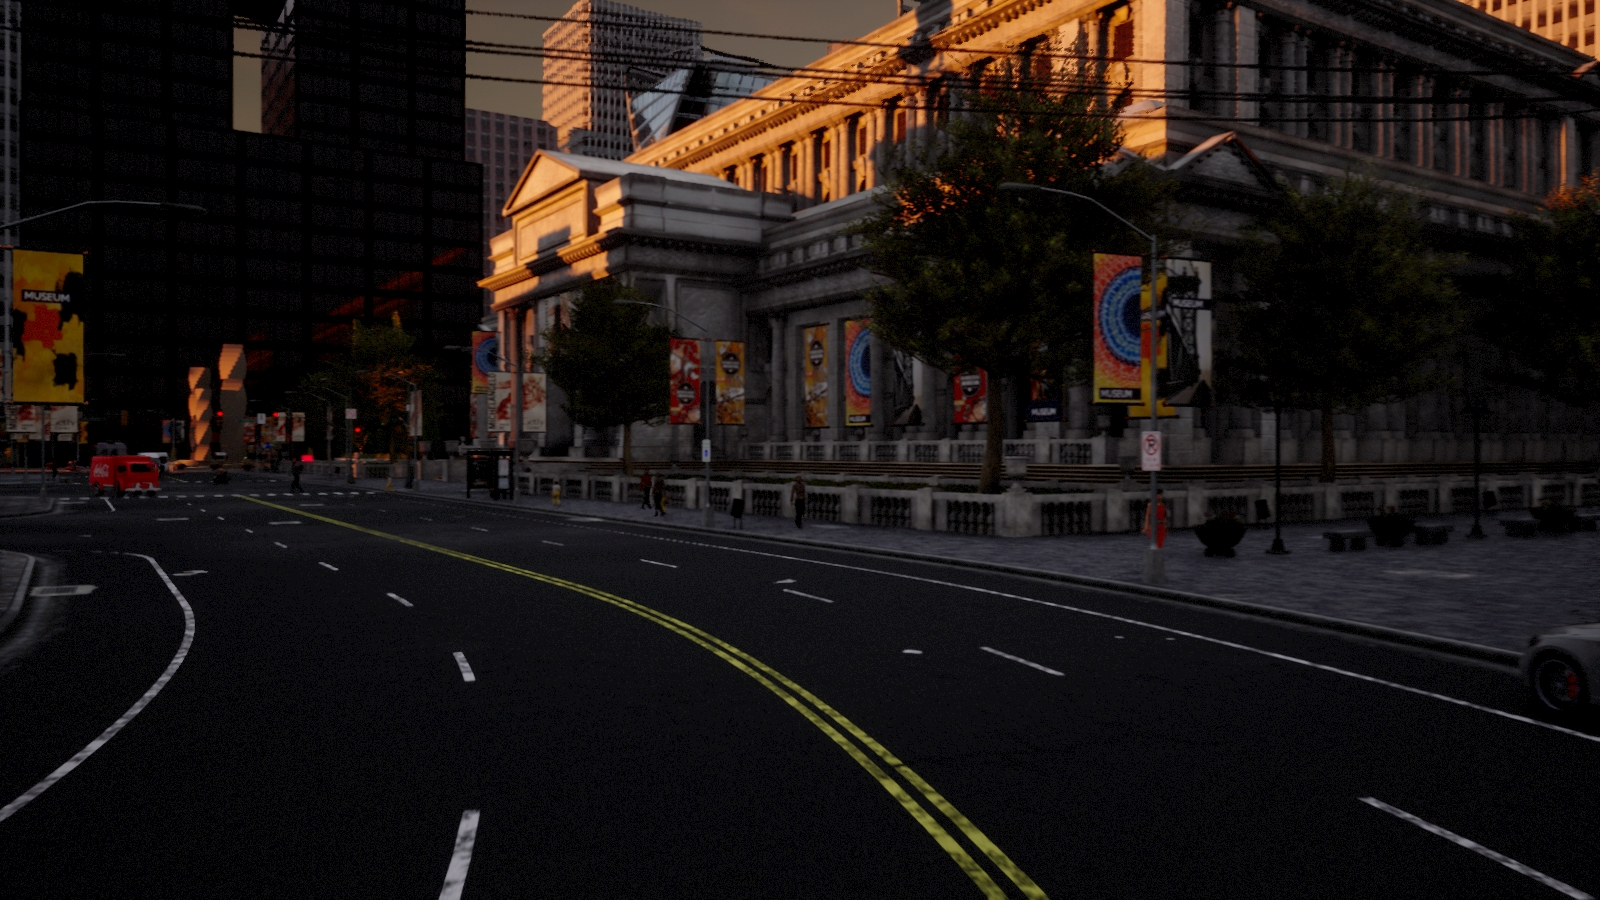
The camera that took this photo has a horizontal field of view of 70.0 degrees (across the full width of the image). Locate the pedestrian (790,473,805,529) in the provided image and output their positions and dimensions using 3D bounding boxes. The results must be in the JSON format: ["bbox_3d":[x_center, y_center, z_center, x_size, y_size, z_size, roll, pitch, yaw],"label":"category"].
[{"bbox_3d":[-0.072,1.699,38.109,0.375,1.860,0.375,0,0,-25],"label":"pedestrian"}]

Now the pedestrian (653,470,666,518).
[{"bbox_3d":[-5.478,1.701,44.624,0.375,1.860,0.375,0,0,-34],"label":"pedestrian"}]

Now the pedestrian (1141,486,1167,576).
[{"bbox_3d":[7.470,1.696,24.111,0.375,1.860,0.375,0,0,-26],"label":"pedestrian"}]

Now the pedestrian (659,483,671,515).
[{"bbox_3d":[-5.504,1.981,46.469,0.375,1.300,0.375,0,0,-30],"label":"pedestrian"}]

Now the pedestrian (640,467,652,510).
[{"bbox_3d":[-6.788,1.702,50.301,0.375,1.860,0.375,0,0,-33],"label":"pedestrian"}]

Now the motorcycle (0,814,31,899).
[{"bbox_3d":[-3.707,2.215,4.065,0.803,1.145,2.033,-1,0,-8],"label":"motorcycle"}]

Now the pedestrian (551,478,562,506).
[{"bbox_3d":[-11.428,1.985,53.614,0.375,1.300,0.375,0,0,-28],"label":"pedestrian"}]
